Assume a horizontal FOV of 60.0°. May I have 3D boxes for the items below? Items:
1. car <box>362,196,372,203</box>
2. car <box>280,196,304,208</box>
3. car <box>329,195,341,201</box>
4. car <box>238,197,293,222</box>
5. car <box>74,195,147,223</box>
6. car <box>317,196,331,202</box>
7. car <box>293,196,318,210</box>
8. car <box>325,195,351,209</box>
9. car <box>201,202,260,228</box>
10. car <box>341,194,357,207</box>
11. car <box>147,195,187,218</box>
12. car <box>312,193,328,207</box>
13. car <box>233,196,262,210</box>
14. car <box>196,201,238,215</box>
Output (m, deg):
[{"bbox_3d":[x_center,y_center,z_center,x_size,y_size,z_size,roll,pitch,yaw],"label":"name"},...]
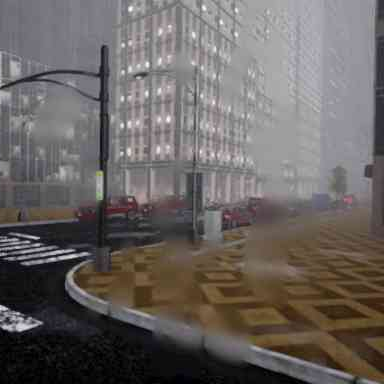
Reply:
[{"bbox_3d":[39.024,1.542,73.868,1.967,1.590,4.097,1,1,35],"label":"car"},{"bbox_3d":[14.706,1.439,48.791,1.882,1.535,5.008,1,0,36],"label":"car"},{"bbox_3d":[35.711,1.476,82.814,1.752,1.417,4.829,1,1,35],"label":"car"},{"bbox_3d":[6.182,1.355,27.366,2.192,1.841,5.009,1,1,35],"label":"car"},{"bbox_3d":[-6.033,1.181,24.216,2.192,1.841,5.009,1,1,35],"label":"car"},{"bbox_3d":[29.387,1.522,73.906,1.802,1.307,4.206,1,1,35],"label":"car"},{"bbox_3d":[14.743,1.575,43.991,1.994,1.385,4.181,1,1,35],"label":"car"},{"bbox_3d":[20.866,1.603,47.493,1.812,1.442,4.674,1,1,35],"label":"car"},{"bbox_3d":[2.683,1.614,22.445,1.802,1.307,4.206,1,1,35],"label":"car"},{"bbox_3d":[24.905,1.313,53.247,2.150,2.045,5.566,1,1,35],"label":"car"},{"bbox_3d":[-2.369,1.189,29.379,2.192,1.841,5.009,1,1,35],"label":"car"},{"bbox_3d":[20.146,1.242,51.691,2.150,2.045,5.566,1,1,35],"label":"car"},{"bbox_3d":[7.156,1.336,42.691,1.967,1.590,4.097,1,1,35],"label":"car"},{"bbox_3d":[2.228,1.532,31.380,1.895,1.301,4.718,1,1,35],"label":"car"}]
